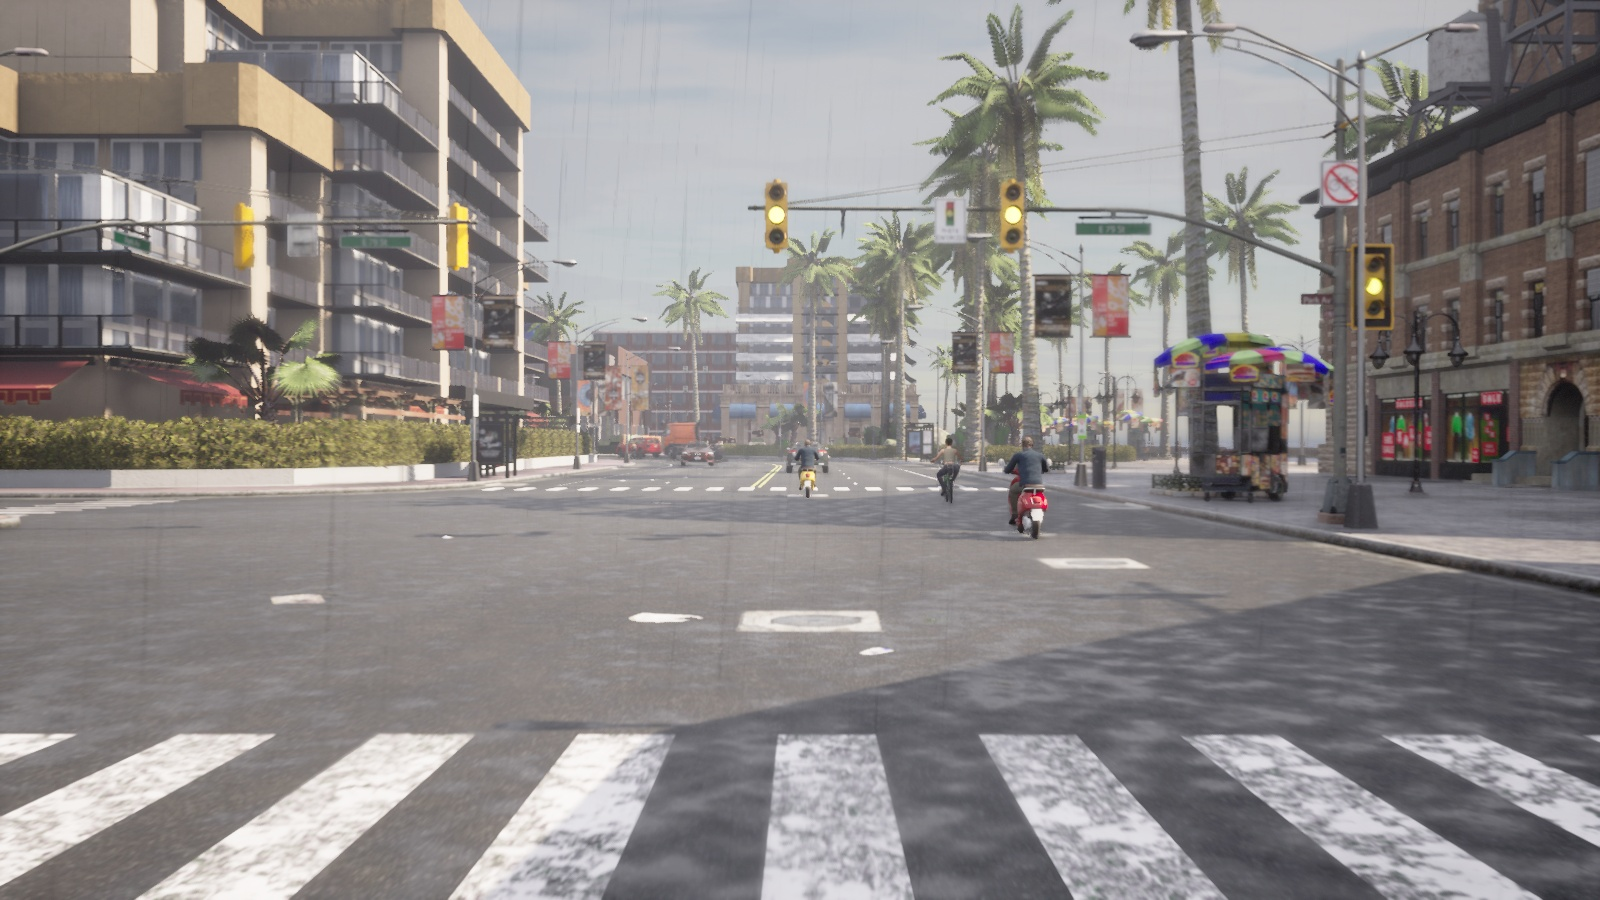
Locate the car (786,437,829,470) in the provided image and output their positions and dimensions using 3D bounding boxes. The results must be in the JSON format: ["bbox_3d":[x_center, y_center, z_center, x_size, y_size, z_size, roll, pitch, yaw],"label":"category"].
[{"bbox_3d":[0.379,0.163,64.307,2.152,1.651,5.027,0,0,0],"label":"car"}]

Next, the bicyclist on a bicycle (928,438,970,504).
[{"bbox_3d":[3.687,0.510,31.219,0.866,1.612,1.509,0,0,1],"label":"bicyclist on a bicycle"}]

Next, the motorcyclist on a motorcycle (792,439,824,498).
[{"bbox_3d":[0.213,0.503,34.912,0.866,1.590,1.817,0,0,0],"label":"motorcyclist on a motorcycle"}]

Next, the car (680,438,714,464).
[{"bbox_3d":[-6.764,0.055,82.436,2.152,1.651,5.027,0,0,-5],"label":"car"}]

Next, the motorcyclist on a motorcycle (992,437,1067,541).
[{"bbox_3d":[3.629,0.590,20.015,0.866,1.590,1.817,0,0,0],"label":"motorcyclist on a motorcycle"}]
